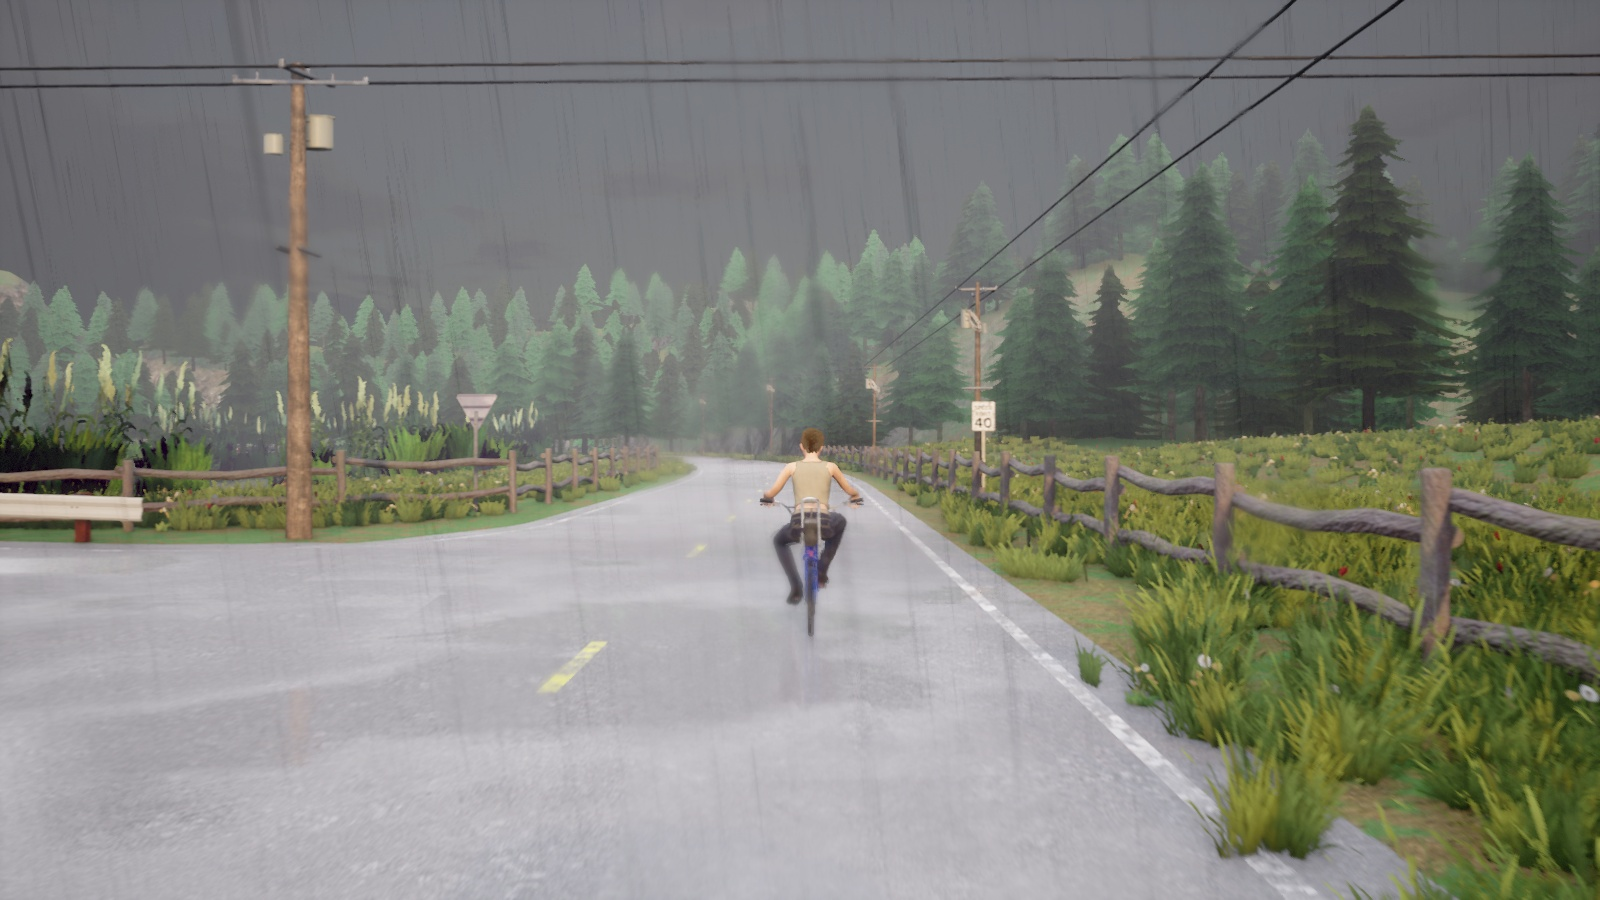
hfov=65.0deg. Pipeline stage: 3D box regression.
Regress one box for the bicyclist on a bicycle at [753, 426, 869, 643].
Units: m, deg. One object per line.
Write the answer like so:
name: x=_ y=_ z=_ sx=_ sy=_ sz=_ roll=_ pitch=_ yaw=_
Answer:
bicyclist on a bicycle: x=0.093 y=0.629 z=10.085 sx=0.866 sy=1.612 sz=1.509 roll=0 pitch=0 yaw=1
